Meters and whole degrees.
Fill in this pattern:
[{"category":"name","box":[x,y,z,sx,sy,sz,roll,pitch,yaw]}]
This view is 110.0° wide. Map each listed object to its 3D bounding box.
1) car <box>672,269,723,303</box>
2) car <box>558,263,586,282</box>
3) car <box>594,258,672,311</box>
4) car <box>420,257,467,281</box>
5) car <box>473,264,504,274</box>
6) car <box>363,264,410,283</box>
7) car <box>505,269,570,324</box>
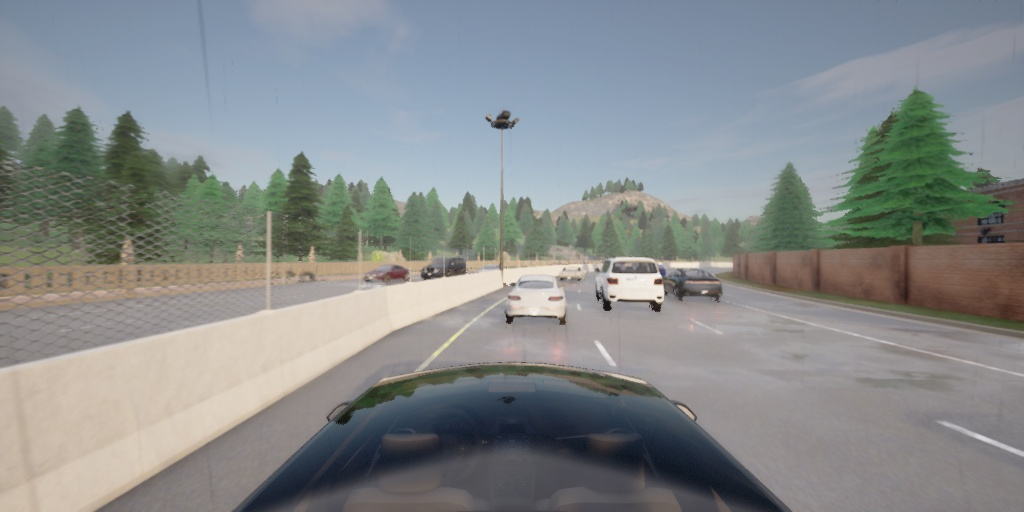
[{"category":"car","box":[8.883,1.401,18.090,2.128,1.511,4.902,0,0,11]},{"category":"car","box":[5.578,1.591,32.589,1.895,1.301,4.718,0,0,19]},{"category":"car","box":[4.815,1.090,15.310,2.150,2.045,5.566,0,0,9]},{"category":"car","box":[-5.894,1.146,31.790,2.150,2.045,5.566,0,-1,17]},{"category":"car","box":[-1.968,1.475,32.535,1.812,1.442,4.674,0,0,18]},{"category":"car","box":[-10.145,1.411,29.525,1.812,1.442,4.674,0,0,15]},{"category":"car","box":[0.883,1.352,12.238,1.812,1.442,4.674,0,0,7]}]
